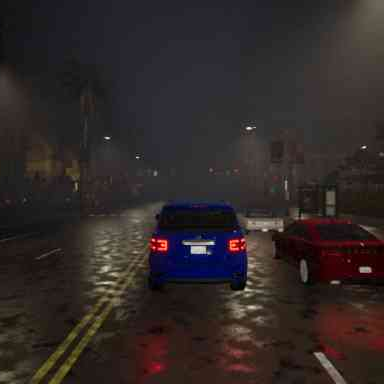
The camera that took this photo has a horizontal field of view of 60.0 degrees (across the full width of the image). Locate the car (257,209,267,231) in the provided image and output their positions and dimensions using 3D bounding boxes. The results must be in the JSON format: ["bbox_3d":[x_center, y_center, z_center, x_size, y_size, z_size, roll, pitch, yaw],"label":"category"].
[{"bbox_3d":[3.644,1.601,18.788,1.895,1.301,4.718,0,0,0],"label":"car"}]

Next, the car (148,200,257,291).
[{"bbox_3d":[0.121,1.221,9.157,2.150,2.045,5.566,0,0,0],"label":"car"}]

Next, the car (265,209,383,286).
[{"bbox_3d":[3.633,1.478,9.429,1.882,1.535,5.008,0,0,0],"label":"car"}]

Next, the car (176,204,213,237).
[{"bbox_3d":[0.146,1.505,19.019,1.837,1.490,4.892,0,0,0],"label":"car"}]
